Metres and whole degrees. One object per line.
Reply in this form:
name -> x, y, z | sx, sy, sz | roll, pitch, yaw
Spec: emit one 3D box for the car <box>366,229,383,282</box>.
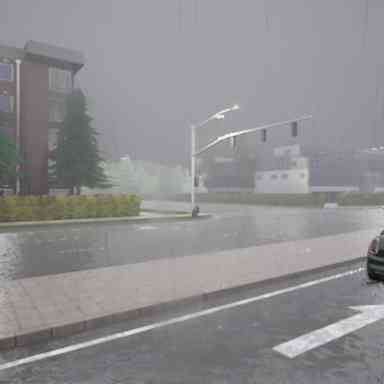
car -> 6.515, 1.355, 8.594 | 4.553, 1.767, 2.097 | 0, 0, -36
